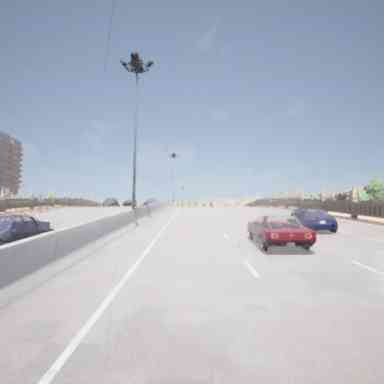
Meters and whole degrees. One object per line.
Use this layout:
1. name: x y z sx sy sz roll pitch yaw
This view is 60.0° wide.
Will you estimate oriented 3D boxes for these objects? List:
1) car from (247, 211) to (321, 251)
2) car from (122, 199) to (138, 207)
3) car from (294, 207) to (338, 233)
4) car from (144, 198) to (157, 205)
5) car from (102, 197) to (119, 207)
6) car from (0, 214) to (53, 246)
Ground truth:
1. car: 3.591 1.630 14.265 1.895 1.301 4.718 0 0 0
2. car: -10.515 1.865 57.046 2.033 1.411 5.357 0 -2 1
3. car: 7.100 1.607 20.093 1.994 1.385 4.181 0 0 0
4. car: -7.023 1.798 57.101 1.882 1.535 5.008 0 -2 1
5. car: -14.028 1.678 57.274 2.097 1.767 4.553 0 -2 1
6. car: -7.097 1.572 12.534 2.033 1.411 5.357 0 0 0
